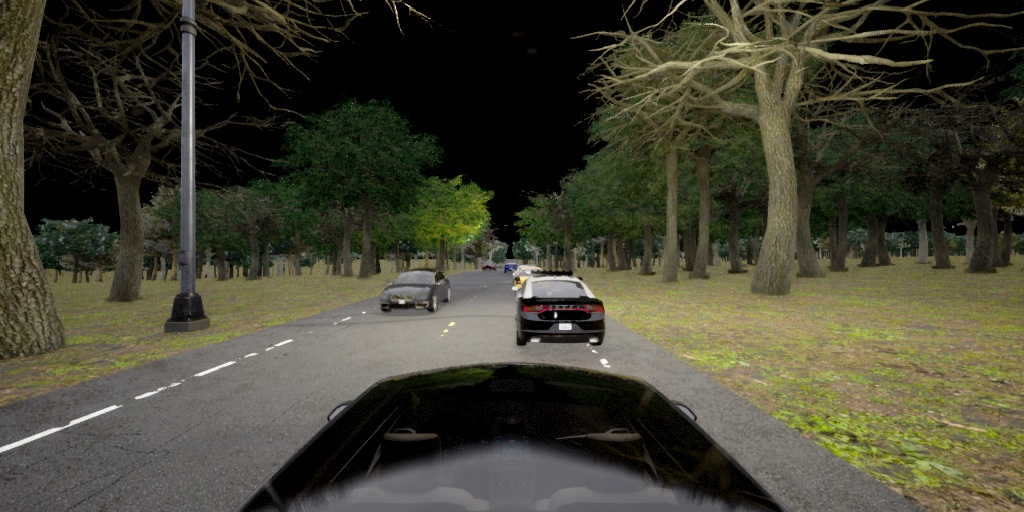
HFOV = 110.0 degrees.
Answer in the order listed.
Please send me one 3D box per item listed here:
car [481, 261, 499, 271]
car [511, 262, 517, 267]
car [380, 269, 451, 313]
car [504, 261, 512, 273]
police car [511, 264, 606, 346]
[{"bbox_3d":[-3.696,1.534,57.228,2.097,1.767,4.553,0,-1,0],"label":"car"},{"bbox_3d":[1.016,1.254,19.670,1.801,1.575,5.366,0,0,0],"label":"car"},{"bbox_3d":[-3.623,1.279,14.214,1.837,1.490,4.892,0,0,0],"label":"car"},{"bbox_3d":[-0.064,1.507,48.904,1.882,1.535,5.008,0,-1,0],"label":"car"},{"bbox_3d":[1.036,1.185,9.588,1.930,1.638,5.238,0,0,0],"label":"police car"}]
